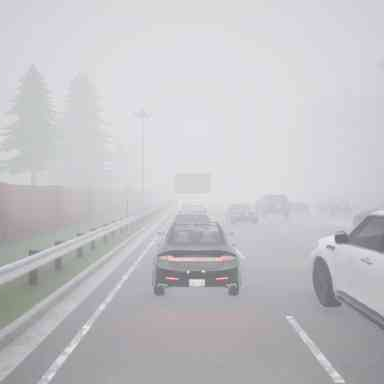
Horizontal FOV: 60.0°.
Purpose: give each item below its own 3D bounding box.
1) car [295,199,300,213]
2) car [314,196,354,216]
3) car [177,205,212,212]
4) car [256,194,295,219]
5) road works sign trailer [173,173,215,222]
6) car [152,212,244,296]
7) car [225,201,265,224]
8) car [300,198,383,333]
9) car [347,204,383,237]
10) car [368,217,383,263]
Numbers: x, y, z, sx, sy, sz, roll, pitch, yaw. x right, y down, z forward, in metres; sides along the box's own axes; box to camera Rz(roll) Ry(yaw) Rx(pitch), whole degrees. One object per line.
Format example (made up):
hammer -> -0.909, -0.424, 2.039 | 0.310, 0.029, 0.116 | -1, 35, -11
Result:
car -> 10.576, 1.478, 34.507 | 1.882, 1.535, 5.008 | 0, 0, 0
car -> 14.076, 1.352, 33.232 | 2.097, 1.767, 4.553 | 0, 0, 0
car -> 0.119, 1.474, 19.085 | 1.882, 1.535, 5.008 | 0, 0, 4
car -> 7.079, 1.221, 29.704 | 2.150, 2.045, 5.566 | 0, 0, 0
road works sign trailer -> 0.057, 0.464, 23.005 | 2.380, 3.560, 2.880 | 0, 0, -2
car -> 0.094, 1.491, 8.667 | 2.128, 1.511, 4.902 | 0, 0, 0
car -> 3.576, 1.547, 24.410 | 2.033, 1.411, 5.357 | 0, 0, 0
car -> 3.596, 1.223, 4.767 | 2.150, 2.045, 5.566 | 0, 0, 0
car -> 10.587, 1.490, 18.019 | 2.128, 1.511, 4.902 | 0, 0, 0
car -> 7.095, 1.564, 9.439 | 1.994, 1.385, 4.181 | 0, 0, 0
